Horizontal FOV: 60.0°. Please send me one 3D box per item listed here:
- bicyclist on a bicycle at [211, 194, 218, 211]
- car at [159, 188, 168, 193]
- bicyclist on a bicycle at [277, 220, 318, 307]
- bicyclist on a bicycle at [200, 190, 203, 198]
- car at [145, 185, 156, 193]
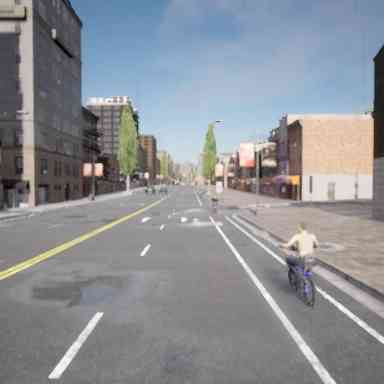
[{"bbox_3d":[2.050,1.074,30.185,0.659,1.776,1.843,0,1,0],"label":"bicyclist on a bicycle"},{"bbox_3d":[-7.079,-0.429,83.054,1.994,1.385,4.181,0,2,0],"label":"car"},{"bbox_3d":[2.240,1.379,6.841,0.866,1.612,1.509,0,1,-1],"label":"bicyclist on a bicycle"},{"bbox_3d":[1.876,0.423,64.486,0.866,1.612,1.509,0,2,-1],"label":"bicyclist on a bicycle"},{"bbox_3d":[-10.328,-0.756,82.990,2.150,2.045,5.566,0,2,0],"label":"car"}]
